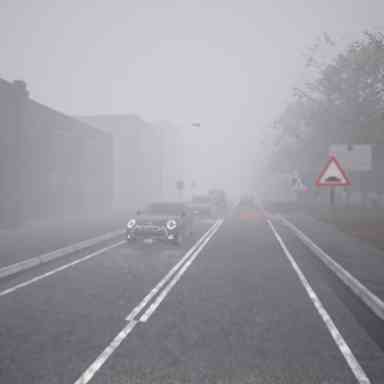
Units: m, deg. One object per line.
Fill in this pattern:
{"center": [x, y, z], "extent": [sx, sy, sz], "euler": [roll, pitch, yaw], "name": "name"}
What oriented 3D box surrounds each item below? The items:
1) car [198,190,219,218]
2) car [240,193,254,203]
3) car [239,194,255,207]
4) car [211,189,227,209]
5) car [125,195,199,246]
{"center": [0.789, 0.995, 26.140], "extent": [1.837, 1.490, 4.892], "euler": [1, 5, 10], "name": "car"}
{"center": [8.463, 0.913, 50.897], "extent": [1.994, 1.385, 4.181], "euler": [0, 1, 10], "name": "car"}
{"center": [6.657, 1.032, 40.511], "extent": [2.033, 1.411, 5.357], "euler": [0, 1, 10], "name": "car"}
{"center": [2.730, 0.732, 37.303], "extent": [2.150, 2.045, 5.566], "euler": [0, 1, 10], "name": "car"}
{"center": [-1.221, 1.179, 14.415], "extent": [2.097, 1.767, 4.553], "euler": [0, 1, 10], "name": "car"}
